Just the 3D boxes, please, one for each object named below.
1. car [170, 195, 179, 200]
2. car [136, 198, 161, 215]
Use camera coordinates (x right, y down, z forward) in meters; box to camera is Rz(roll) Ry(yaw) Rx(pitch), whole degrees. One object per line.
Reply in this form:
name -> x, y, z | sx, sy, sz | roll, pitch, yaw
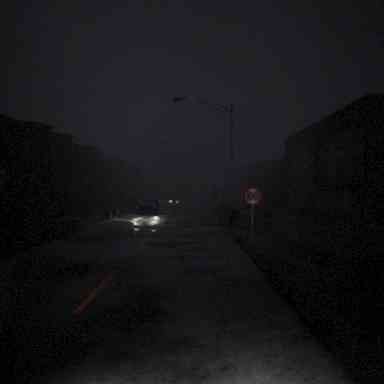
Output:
car -> -3.879, 1.348, 73.416 | 1.895, 1.301, 4.718 | 0, 0, 0
car -> -4.073, 1.290, 31.409 | 1.882, 1.535, 5.008 | 0, 0, 0
